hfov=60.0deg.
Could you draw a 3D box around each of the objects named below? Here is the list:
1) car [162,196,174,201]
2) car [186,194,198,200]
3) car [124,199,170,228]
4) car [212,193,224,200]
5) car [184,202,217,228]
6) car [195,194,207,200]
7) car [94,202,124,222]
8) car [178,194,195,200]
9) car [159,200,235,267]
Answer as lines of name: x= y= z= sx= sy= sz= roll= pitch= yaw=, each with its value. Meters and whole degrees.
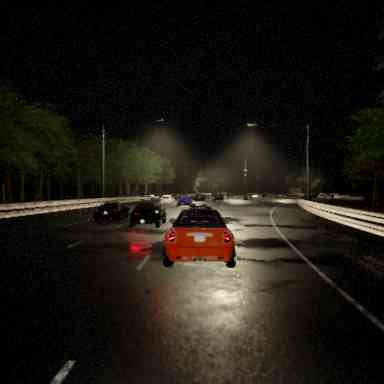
car: x=-3.930 y=1.374 z=53.568 sx=1.812 sy=1.442 sz=4.674 roll=0 pitch=0 yaw=7
car: x=0.056 y=1.291 z=81.469 sx=2.033 sy=1.411 sz=5.357 roll=0 pitch=0 yaw=11
car: x=-2.809 y=1.468 z=21.911 sx=1.837 sy=1.490 sz=4.892 roll=0 pitch=0 yaw=2
car: x=6.320 y=1.144 z=76.638 sx=2.097 sy=1.767 sz=4.553 roll=0 pitch=0 yaw=10
car: x=0.622 y=1.518 z=23.074 sx=2.033 sy=1.411 sz=5.357 roll=0 pitch=0 yaw=3
car: x=1.912 y=1.154 z=71.289 sx=2.097 sy=1.767 sz=4.553 roll=0 pitch=0 yaw=9
car: x=-6.154 y=1.494 z=26.106 sx=1.994 sy=1.385 sz=4.181 roll=0 pitch=0 yaw=3
car: x=-1.023 y=1.405 z=47.092 sx=1.812 sy=1.442 sz=4.674 roll=0 pitch=0 yaw=6
car: x=0.259 y=1.343 z=11.541 sx=2.097 sy=1.767 sz=4.553 roll=0 pitch=0 yaw=1
